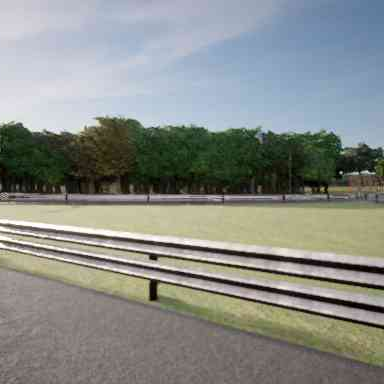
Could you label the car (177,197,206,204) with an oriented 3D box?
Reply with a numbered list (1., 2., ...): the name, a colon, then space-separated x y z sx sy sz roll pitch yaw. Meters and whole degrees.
1. car: -0.100 1.057 49.080 4.181 1.385 1.994 0 0 -14
